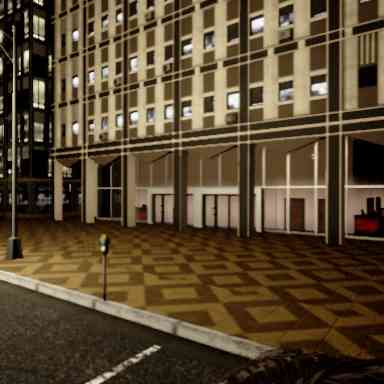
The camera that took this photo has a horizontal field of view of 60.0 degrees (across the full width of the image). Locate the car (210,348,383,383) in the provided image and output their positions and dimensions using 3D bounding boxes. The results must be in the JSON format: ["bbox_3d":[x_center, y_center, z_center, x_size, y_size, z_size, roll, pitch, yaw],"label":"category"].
[{"bbox_3d":[1.854,1.566,1.551,4.313,1.339,1.947,0,0,35],"label":"car"}]
